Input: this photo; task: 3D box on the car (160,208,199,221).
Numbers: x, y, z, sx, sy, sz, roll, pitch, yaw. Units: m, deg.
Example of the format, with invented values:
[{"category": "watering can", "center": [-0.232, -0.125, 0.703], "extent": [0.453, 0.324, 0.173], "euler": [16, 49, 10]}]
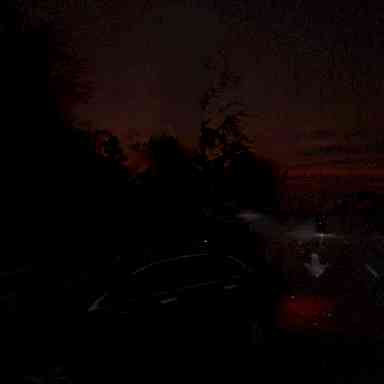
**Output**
[{"category": "car", "center": [-1.693, 3.034, 45.985], "extent": [5.008, 1.535, 1.882], "euler": [1, 0, 20]}]

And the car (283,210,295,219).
[{"category": "car", "center": [12.457, 3.321, 49.602], "extent": [4.674, 1.452, 2.002], "euler": [0, -3, 20]}]

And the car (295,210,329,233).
[{"category": "car", "center": [8.925, 2.146, 24.691], "extent": [1.837, 1.490, 4.892], "euler": [0, -3, 20]}]

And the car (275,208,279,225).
[{"category": "car", "center": [3.460, 2.060, 24.975], "extent": [5.366, 1.575, 1.946], "euler": [0, -2, 20]}]

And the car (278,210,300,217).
[{"category": "car", "center": [22.986, 4.993, 78.479], "extent": [4.892, 1.521, 2.231], "euler": [0, -3, 20]}]

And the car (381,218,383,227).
[{"category": "car", "center": [15.798, 2.002, 22.591], "extent": [4.553, 1.767, 2.185], "euler": [0, -2, 20]}]

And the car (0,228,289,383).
[{"category": "car", "center": [-0.700, 1.557, 4.892], "extent": [4.892, 1.490, 1.837], "euler": [0, 0, -33]}]

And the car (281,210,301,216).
[{"category": "car", "center": [25.186, 5.390, 84.500], "extent": [4.674, 1.452, 2.002], "euler": [0, -3, 20]}]

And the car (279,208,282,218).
[{"category": "car", "center": [4.352, 2.156, 27.480], "extent": [5.366, 1.575, 1.946], "euler": [0, -2, 20]}]

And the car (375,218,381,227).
[{"category": "car", "center": [16.977, 2.237, 25.261], "extent": [5.366, 1.575, 1.946], "euler": [0, -2, 20]}]

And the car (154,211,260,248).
[{"category": "car", "center": [0.799, 1.804, 16.894], "extent": [4.892, 1.521, 2.231], "euler": [0, -1, 19]}]

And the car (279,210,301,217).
[{"category": "car", "center": [24.098, 5.174, 81.552], "extent": [5.008, 1.535, 2.097], "euler": [0, -3, 20]}]

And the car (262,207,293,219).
[{"category": "car", "center": [13.480, 3.330, 52.608], "extent": [4.553, 1.767, 2.185], "euler": [0, -3, 20]}]

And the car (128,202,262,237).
[{"category": "car", "center": [-0.061, 1.483, 14.374], "extent": [5.566, 2.045, 2.435], "euler": [0, -1, 19]}]

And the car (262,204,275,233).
[{"category": "car", "center": [1.747, 1.627, 19.527], "extent": [5.566, 2.045, 2.435], "euler": [0, -1, 19]}]
